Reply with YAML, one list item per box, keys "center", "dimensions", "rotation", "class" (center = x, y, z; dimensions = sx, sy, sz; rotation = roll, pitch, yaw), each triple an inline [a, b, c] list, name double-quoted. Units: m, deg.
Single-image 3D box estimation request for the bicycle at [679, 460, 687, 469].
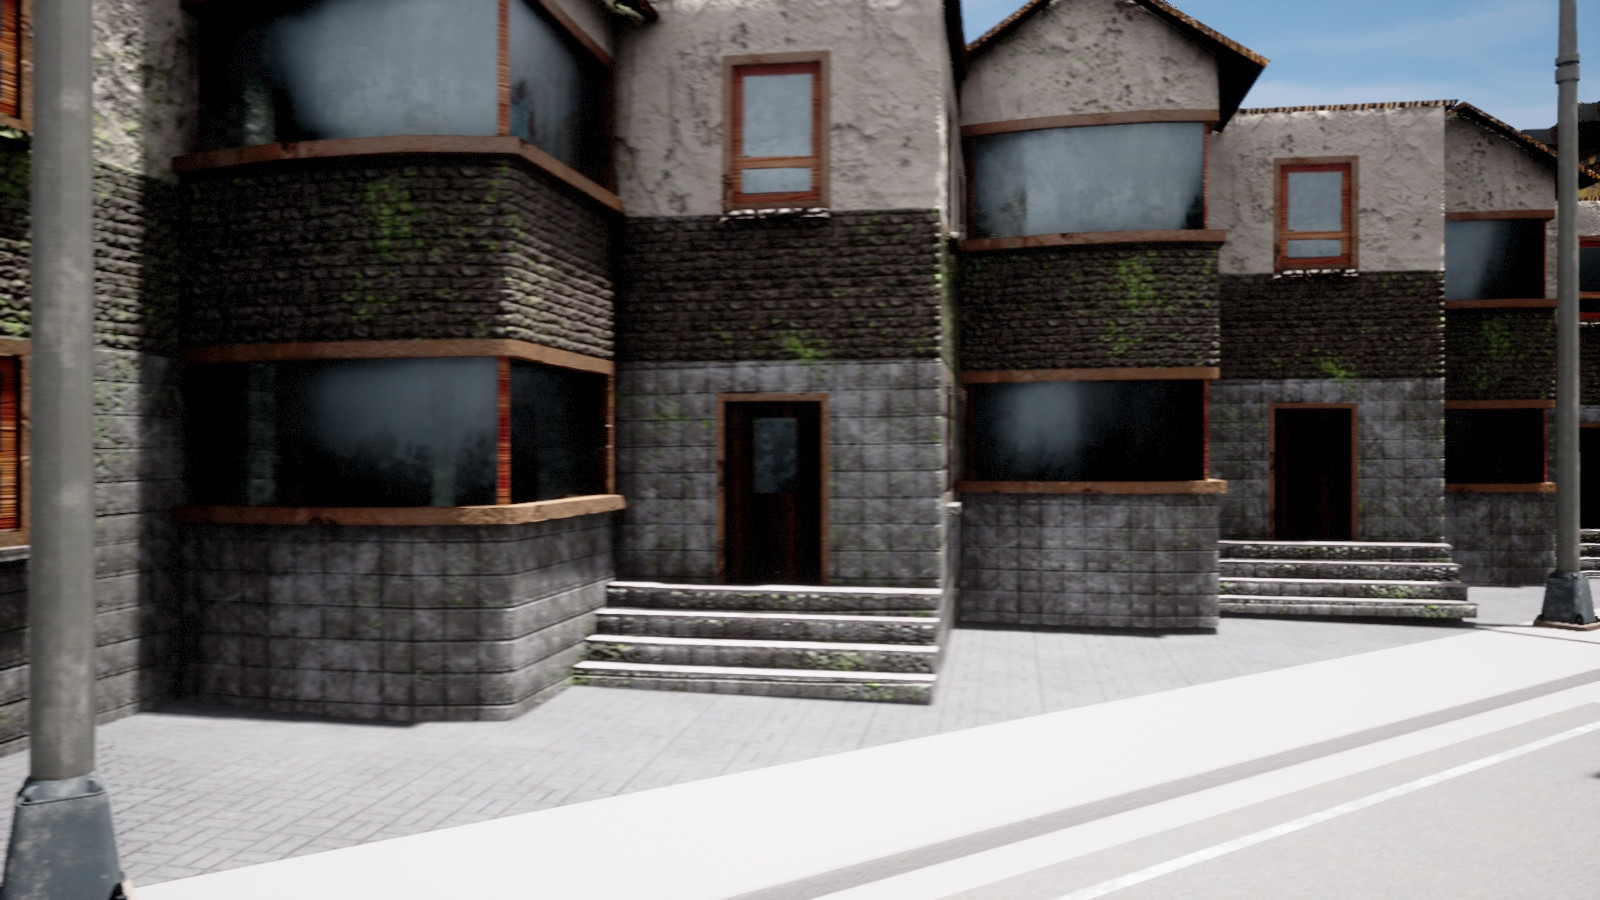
- center: [-12.826, 1.603, 125.175]
  dimensions: [0.373, 1.024, 1.643]
  rotation: [0, -1, 10]
  class: "bicycle"
